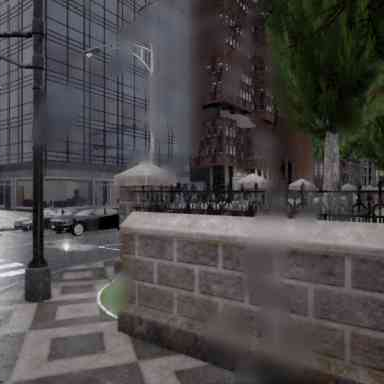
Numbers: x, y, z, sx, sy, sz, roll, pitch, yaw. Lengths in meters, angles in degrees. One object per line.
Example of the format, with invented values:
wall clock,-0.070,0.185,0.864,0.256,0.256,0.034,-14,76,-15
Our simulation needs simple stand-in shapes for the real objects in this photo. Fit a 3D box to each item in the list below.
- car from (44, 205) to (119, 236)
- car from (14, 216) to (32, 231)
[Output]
car,-5.750,1.563,19.318,1.882,1.535,5.008,0,0,36
car,-8.410,1.631,20.194,2.008,1.369,4.403,0,-1,36
